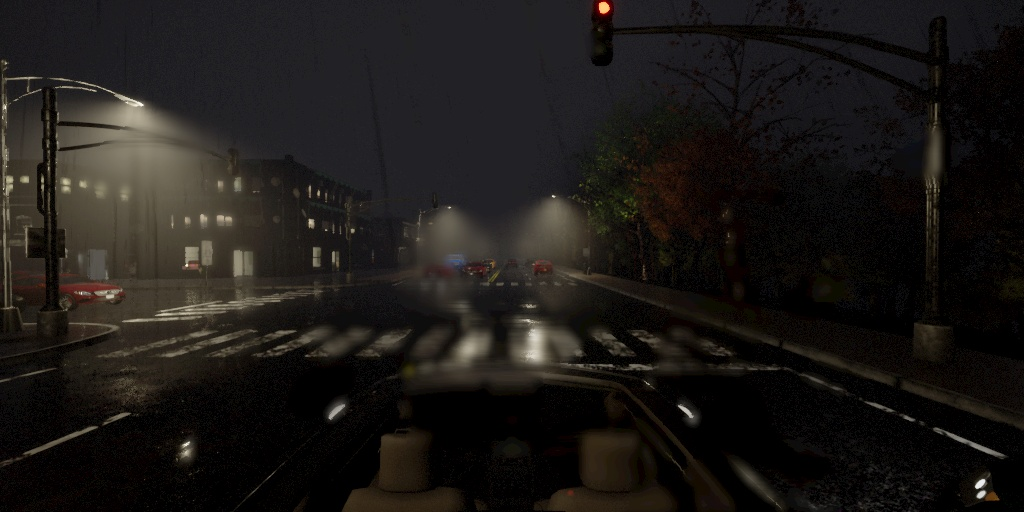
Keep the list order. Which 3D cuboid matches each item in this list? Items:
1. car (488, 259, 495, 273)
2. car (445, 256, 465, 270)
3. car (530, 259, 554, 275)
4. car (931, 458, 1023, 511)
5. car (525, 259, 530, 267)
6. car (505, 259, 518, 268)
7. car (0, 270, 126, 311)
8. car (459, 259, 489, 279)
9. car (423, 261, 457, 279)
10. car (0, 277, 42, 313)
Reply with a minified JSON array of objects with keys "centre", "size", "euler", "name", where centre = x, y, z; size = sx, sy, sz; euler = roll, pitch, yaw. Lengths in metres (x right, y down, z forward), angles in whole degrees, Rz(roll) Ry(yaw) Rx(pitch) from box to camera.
[{"centre":[-3.425,1.240,43.174],"size":[1.837,1.490,4.892],"euler":[0,0,0],"name":"car"},{"centre":[-6.675,0.959,42.850],"size":[2.150,2.045,5.566],"euler":[0,0,0],"name":"car"},{"centre":[3.267,1.215,38.015],"size":[1.882,1.535,5.008],"euler":[0,0,0],"name":"car"},{"centre":[3.356,1.314,0.228],"size":[1.994,1.385,4.181],"euler":[0,0,0],"name":"car"},{"centre":[3.211,1.218,63.439],"size":[2.128,1.511,4.902],"euler":[0,0,0],"name":"car"},{"centre":[-0.035,1.231,59.892],"size":[1.837,1.490,4.892],"euler":[0,0,0],"name":"car"},{"centre":[-19.361,1.490,15.240],"size":[4.674,1.442,1.812],"euler":[-1,1,1],"name":"car"},{"centre":[-3.412,1.266,33.107],"size":[1.812,1.442,4.674],"euler":[0,0,0],"name":"car"},{"centre":[-6.662,1.341,32.886],"size":[1.895,1.301,4.718],"euler":[0,0,2],"name":"car"},{"centre":[-19.971,1.565,12.541],"size":[4.313,1.339,1.948],"euler":[0,0,0],"name":"car"}]
